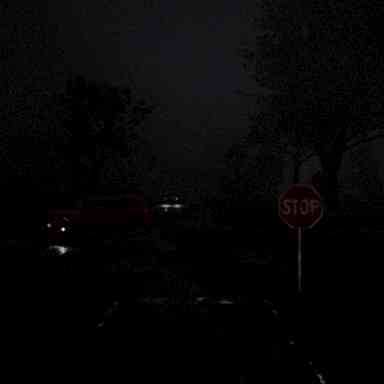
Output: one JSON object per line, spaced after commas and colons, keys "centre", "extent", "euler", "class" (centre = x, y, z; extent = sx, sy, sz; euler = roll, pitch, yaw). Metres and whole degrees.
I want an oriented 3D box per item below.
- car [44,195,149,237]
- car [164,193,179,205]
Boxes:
{"centre": [-4.866, 1.217, 17.773], "extent": [2.150, 2.045, 5.566], "euler": [5, 3, 43], "class": "car"}
{"centre": [-3.001, 0.971, 50.043], "extent": [2.097, 1.767, 4.553], "euler": [0, 0, 0], "class": "car"}
